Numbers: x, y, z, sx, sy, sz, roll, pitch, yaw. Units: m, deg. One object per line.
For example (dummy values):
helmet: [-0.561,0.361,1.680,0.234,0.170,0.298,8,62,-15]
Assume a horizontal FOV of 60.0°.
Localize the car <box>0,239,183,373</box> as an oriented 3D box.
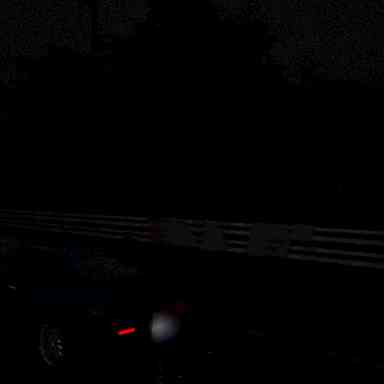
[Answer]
car: [-2.295,1.542,5.635,4.674,1.442,1.812,0,0,36]
